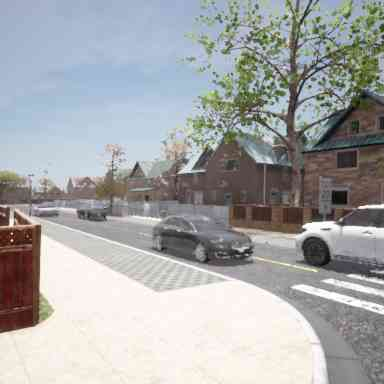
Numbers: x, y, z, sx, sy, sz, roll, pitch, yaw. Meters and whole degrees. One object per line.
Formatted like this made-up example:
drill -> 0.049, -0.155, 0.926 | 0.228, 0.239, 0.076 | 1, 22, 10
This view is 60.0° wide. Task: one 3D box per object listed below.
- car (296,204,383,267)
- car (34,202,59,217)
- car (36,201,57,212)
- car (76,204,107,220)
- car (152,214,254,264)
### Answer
car -> 5.724, 1.349, 9.594 | 2.150, 2.045, 5.566 | 2, -2, -34
car -> -15.809, 2.033, 36.142 | 1.895, 1.301, 4.718 | 2, -2, -34
car -> -22.359, 2.204, 51.000 | 2.128, 1.511, 4.902 | 2, -2, -34
car -> -9.868, 1.922, 32.580 | 2.128, 1.511, 4.902 | 2, -2, -34
car -> 0.201, 1.614, 12.473 | 1.837, 1.490, 4.892 | 2, -2, -34
